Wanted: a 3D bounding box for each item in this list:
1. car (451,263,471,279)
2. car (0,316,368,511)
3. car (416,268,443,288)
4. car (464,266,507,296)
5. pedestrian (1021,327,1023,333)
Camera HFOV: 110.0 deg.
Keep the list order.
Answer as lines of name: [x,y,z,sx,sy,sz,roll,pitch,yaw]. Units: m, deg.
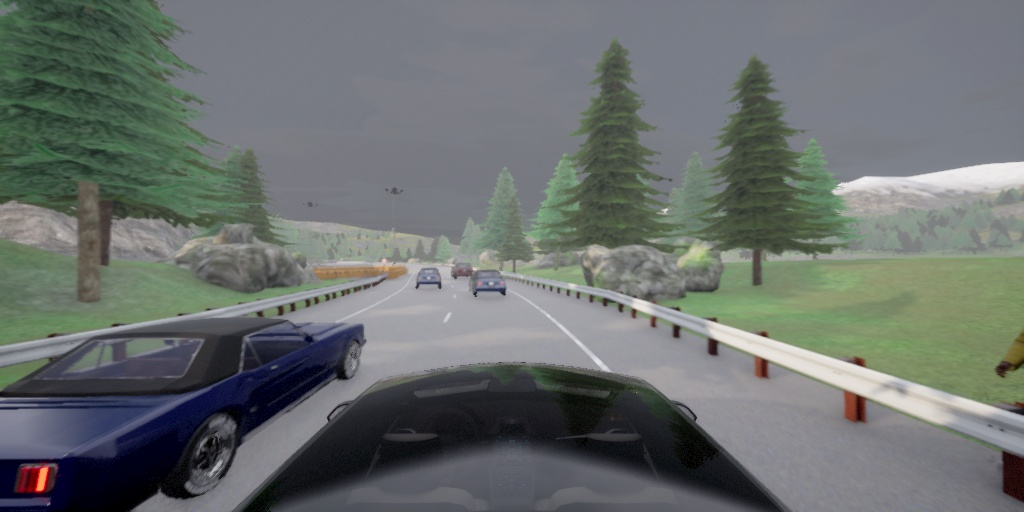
car: [-5.354,1.518,38.506,2.097,1.767,4.553,0,-1,-14]
car: [-3.511,1.402,4.428,1.895,1.301,4.718,0,-1,-1]
car: [-6.241,1.601,27.059,2.033,1.411,5.357,0,-1,-12]
car: [-1.508,1.508,21.111,2.033,1.411,5.357,0,-1,-10]
pedestrian: [4.406,1.025,2.760,0.375,1.860,0.375,0,-1,-1]
